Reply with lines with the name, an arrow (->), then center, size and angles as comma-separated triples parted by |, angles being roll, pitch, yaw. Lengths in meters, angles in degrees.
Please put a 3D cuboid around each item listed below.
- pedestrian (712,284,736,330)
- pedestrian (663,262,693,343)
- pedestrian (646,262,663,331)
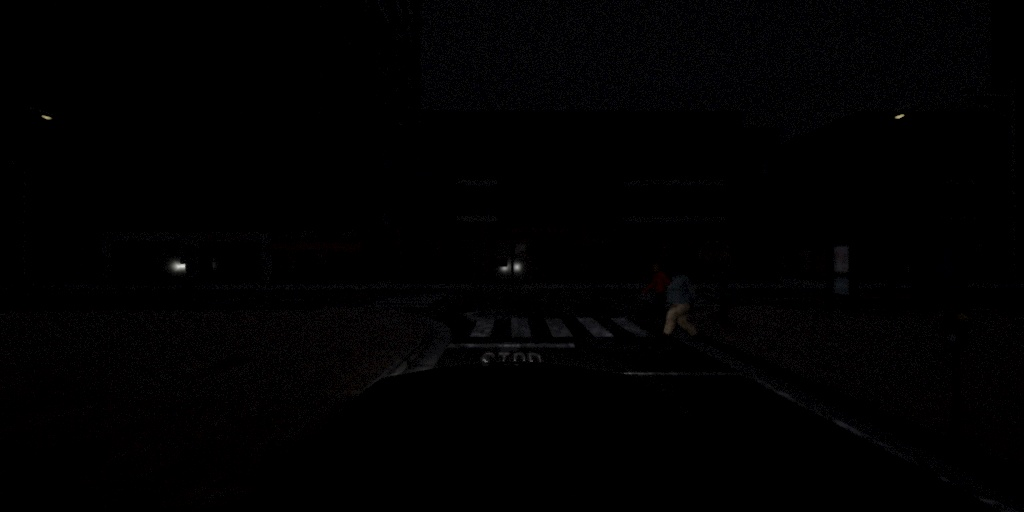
pedestrian -> 5.162, 1.223, 8.626 | 0.500, 1.100, 0.500 | 0, 0, 0
pedestrian -> 3.713, 1.002, 8.025 | 0.375, 1.860, 0.375 | 0, 0, 0
pedestrian -> 3.772, 0.993, 9.225 | 0.375, 1.860, 0.375 | 0, 0, 0
